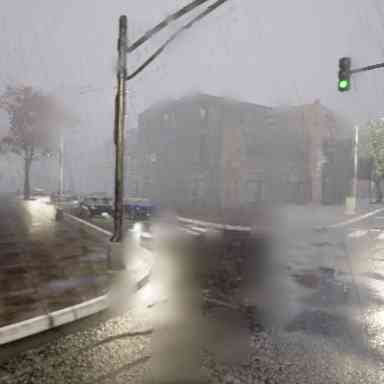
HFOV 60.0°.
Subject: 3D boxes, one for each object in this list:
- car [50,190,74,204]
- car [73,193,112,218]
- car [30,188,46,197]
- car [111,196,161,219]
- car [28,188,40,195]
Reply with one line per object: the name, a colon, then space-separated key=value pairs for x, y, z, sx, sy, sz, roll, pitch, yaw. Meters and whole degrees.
car: x=-14.878 y=0.626 z=37.354 sx=1.802 sy=1.307 sz=4.206 roll=1 pitch=1 yaw=-30
car: x=-6.582 y=0.980 z=22.943 sx=1.947 sy=1.339 sz=4.313 roll=1 pitch=1 yaw=-30
car: x=-25.938 y=0.115 z=56.570 sx=1.947 sy=1.339 sz=4.313 roll=1 pitch=1 yaw=-30
car: x=-3.849 y=1.090 z=23.133 sx=1.895 sy=1.301 sz=4.718 roll=1 pitch=1 yaw=-30
car: x=-31.467 y=-0.154 z=66.177 sx=1.887 sy=1.381 sz=4.507 roll=1 pitch=1 yaw=-30
